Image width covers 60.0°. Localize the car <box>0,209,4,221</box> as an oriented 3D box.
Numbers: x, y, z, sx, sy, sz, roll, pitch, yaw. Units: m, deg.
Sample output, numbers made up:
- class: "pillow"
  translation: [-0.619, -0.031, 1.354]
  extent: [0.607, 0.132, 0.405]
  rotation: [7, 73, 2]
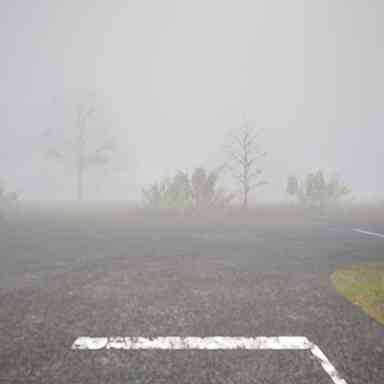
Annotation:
- class: "car"
  translation: [-14.936, 1.472, 21.556]
  extent: [4.892, 1.490, 1.837]
  rotation: [0, 0, -2]
